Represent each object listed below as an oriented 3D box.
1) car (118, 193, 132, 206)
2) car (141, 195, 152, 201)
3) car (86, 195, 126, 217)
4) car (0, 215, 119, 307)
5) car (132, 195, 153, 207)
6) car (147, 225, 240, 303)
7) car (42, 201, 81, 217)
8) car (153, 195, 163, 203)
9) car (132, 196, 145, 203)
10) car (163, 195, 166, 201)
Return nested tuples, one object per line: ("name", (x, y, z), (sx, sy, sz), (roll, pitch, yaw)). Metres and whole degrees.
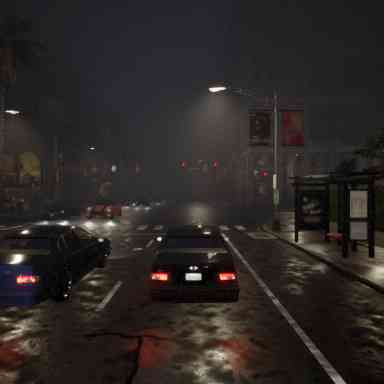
("car", (-10.972, 1.223, 53.400), (2.150, 2.045, 5.566), (0, 0, 0))
("car", (-11.095, 1.540, 82.080), (2.033, 1.411, 5.357), (0, 0, 0))
("car", (-7.288, 1.352, 27.910), (2.097, 1.767, 4.553), (0, 0, 0))
("car", (-3.475, 1.547, 8.215), (2.033, 1.411, 5.357), (0, 0, 0))
("car", (-7.413, 1.505, 50.669), (1.837, 1.490, 4.892), (0, 0, -1))
("car", (0.025, 1.547, 8.400), (2.033, 1.411, 5.357), (0, 0, 0))
("car", (-10.789, 1.526, 27.899), (1.812, 1.442, 4.674), (0, 0, 0))
("car", (-7.504, 1.503, 67.688), (1.837, 1.490, 4.892), (0, 0, 0))
("car", (-11.001, 1.595, 69.020), (1.895, 1.301, 4.718), (0, 0, 0))
("car", (-7.600, 1.524, 82.296), (1.812, 1.442, 4.674), (0, 0, 0))
